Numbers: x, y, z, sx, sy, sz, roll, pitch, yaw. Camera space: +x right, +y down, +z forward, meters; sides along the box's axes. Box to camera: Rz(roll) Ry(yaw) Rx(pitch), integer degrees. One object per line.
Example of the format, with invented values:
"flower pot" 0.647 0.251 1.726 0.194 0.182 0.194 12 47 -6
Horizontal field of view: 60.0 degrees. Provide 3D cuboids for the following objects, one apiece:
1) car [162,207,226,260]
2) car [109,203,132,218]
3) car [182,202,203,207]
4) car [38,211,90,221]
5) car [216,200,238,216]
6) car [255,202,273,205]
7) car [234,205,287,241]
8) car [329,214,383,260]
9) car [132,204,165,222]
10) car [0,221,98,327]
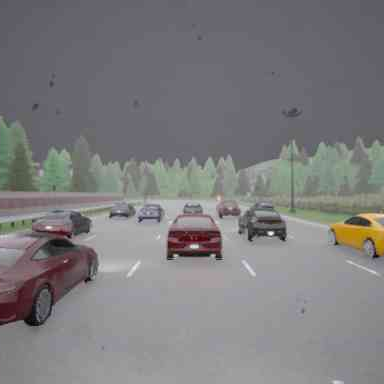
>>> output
"car" 0.083 1.582 12.952 1.882 1.535 5.008 0 0 0
"car" -6.923 1.833 33.488 1.994 1.385 4.181 0 0 0
"car" 0.077 1.760 33.393 2.128 1.511 4.902 0 0 0
"car" -6.914 1.710 18.084 1.994 1.385 4.181 0 0 0
"car" 3.576 1.618 33.134 2.097 1.767 4.553 0 0 0
"car" 7.077 1.771 33.208 1.837 1.490 4.892 0 -1 0
"car" 3.586 1.646 17.536 1.837 1.490 4.892 0 -1 0
"car" 7.082 1.582 12.960 1.882 1.535 5.008 0 0 0
"car" -3.422 1.777 28.587 2.033 1.411 5.357 0 0 0
"car" -3.431 1.582 6.998 1.812 1.442 4.674 0 0 0
